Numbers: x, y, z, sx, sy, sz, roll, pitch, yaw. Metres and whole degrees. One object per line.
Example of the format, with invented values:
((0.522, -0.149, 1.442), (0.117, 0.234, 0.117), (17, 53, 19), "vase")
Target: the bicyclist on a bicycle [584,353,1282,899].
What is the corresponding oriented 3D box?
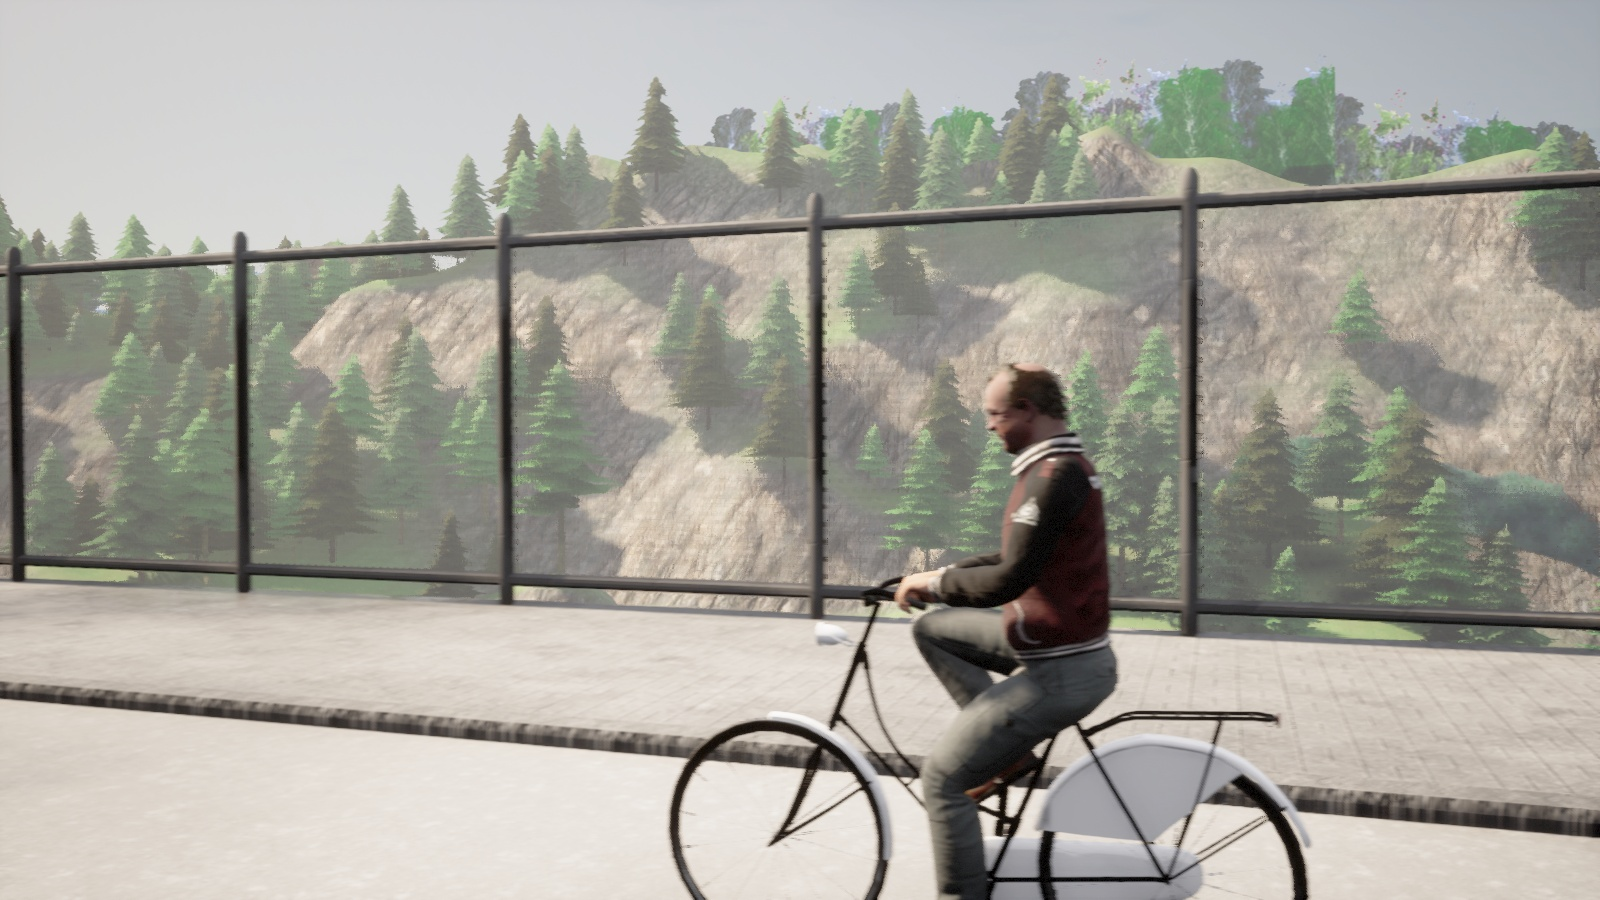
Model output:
((0.367, 0.641, 3.595), (1.843, 1.776, 0.659), (1, 1, 19), "bicyclist on a bicycle")
